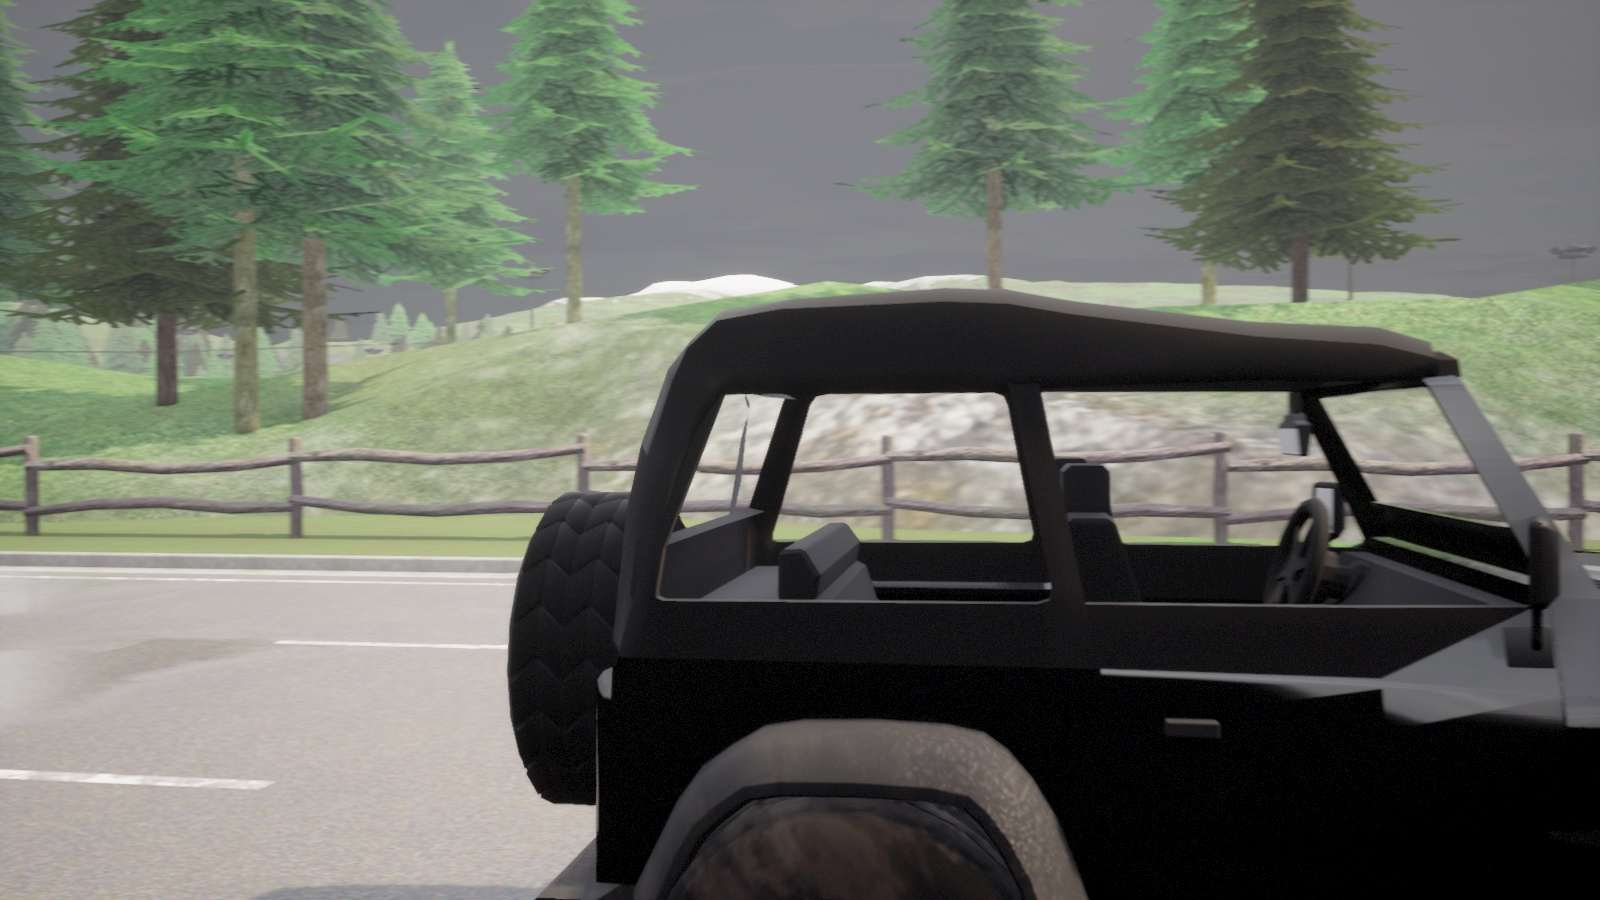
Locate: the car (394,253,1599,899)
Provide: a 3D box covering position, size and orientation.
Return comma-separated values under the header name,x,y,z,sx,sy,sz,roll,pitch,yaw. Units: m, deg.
name,x,y,z,sx,sy,sz,roll,pitch,yaw
car,1.220,0.571,3.236,3.866,1.878,1.905,0,1,9
